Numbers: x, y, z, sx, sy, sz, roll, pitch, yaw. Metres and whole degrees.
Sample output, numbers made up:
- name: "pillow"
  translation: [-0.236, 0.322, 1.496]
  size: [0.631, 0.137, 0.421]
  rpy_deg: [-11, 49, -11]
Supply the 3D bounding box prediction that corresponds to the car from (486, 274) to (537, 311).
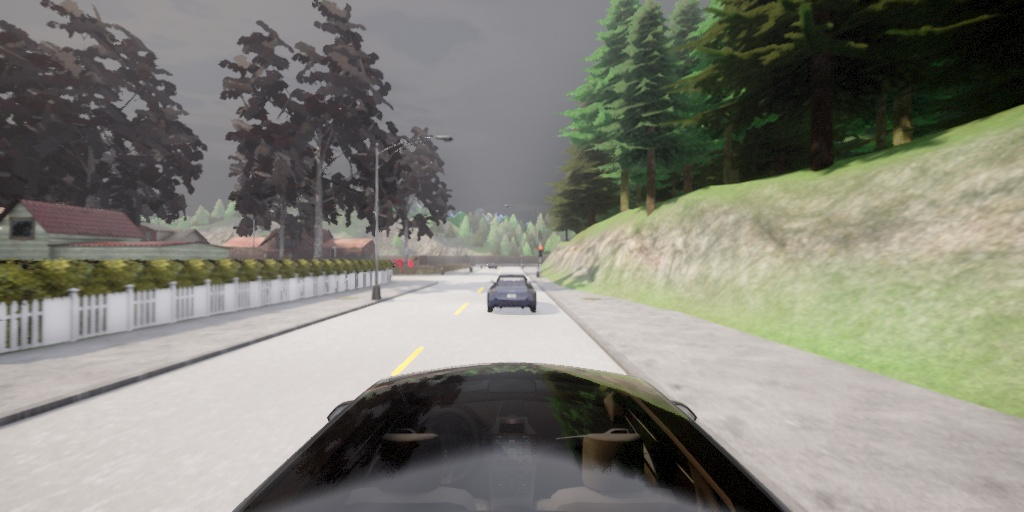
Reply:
- name: "car"
  translation: [0.007, 1.463, 15.226]
  size: [1.994, 1.385, 4.181]
  rpy_deg: [0, -1, 1]
